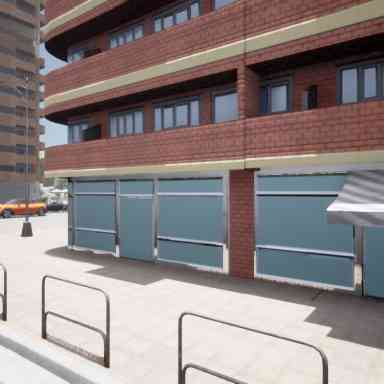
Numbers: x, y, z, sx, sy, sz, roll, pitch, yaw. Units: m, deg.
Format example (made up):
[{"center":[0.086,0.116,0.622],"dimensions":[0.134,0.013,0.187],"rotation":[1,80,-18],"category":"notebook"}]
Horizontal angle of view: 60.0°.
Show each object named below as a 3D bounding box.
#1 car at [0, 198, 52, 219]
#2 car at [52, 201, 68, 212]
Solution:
[{"center":[-15.480,1.352,29.729],"dimensions":[2.097,1.767,4.553],"rotation":[0,0,36],"category":"car"},{"center":[-15.369,1.601,35.814],"dimensions":[1.895,1.301,4.718],"rotation":[0,0,36],"category":"car"}]
